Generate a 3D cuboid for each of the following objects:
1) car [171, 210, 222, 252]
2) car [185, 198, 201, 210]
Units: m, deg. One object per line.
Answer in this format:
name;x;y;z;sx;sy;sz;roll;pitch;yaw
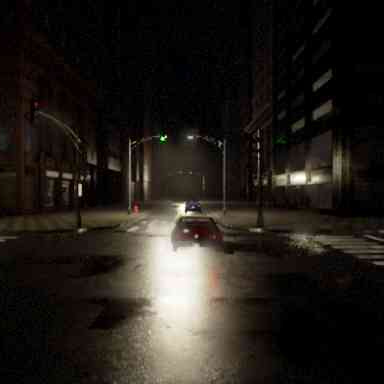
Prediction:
car;0.169;1.662;14.298;1.895;1.301;4.718;0;0;0
car;0.126;1.759;41.038;1.994;1.385;4.181;0;0;0
